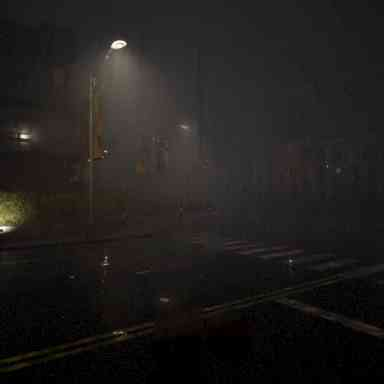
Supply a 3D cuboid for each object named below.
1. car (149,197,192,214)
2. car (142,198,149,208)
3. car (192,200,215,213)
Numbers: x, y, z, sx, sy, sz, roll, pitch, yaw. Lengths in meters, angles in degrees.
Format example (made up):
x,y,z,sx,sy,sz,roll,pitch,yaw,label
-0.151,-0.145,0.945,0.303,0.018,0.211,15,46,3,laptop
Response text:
x,y,z,sx,sy,sz,roll,pitch,yaw,label
-2.373,1.526,35.002,1.812,1.442,4.674,0,0,-35,car
-5.089,1.492,45.125,2.128,1.511,4.902,0,0,-34,car
0.711,1.564,36.697,1.994,1.385,4.181,0,0,-35,car
